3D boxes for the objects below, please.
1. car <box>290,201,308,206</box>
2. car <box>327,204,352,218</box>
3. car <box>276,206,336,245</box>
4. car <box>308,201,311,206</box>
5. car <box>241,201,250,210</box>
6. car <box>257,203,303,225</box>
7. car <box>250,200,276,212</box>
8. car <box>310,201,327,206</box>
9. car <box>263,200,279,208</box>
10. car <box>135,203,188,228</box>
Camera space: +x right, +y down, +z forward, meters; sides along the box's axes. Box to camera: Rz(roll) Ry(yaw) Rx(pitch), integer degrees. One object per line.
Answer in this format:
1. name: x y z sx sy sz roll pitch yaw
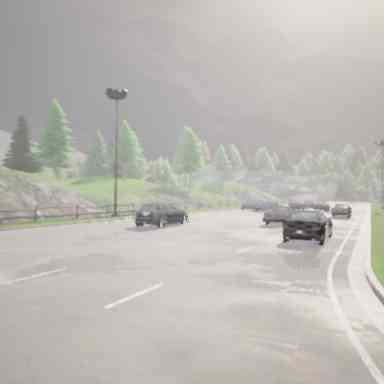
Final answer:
1. car: 15.764 2.118 50.283 1.837 1.490 4.892 0 -1 28
2. car: 16.469 2.029 36.587 2.033 1.411 5.357 0 -1 28
3. car: 6.016 1.692 17.122 1.882 1.535 5.008 0 -1 28
4. car: 20.693 2.287 59.461 2.033 1.411 5.357 0 -1 28
5. car: 9.339 2.158 52.894 1.994 1.385 4.181 0 -1 28
6. car: 7.169 1.865 26.669 2.033 1.411 5.357 0 -1 28
7. car: 10.443 2.096 47.561 2.033 1.411 5.357 0 -1 28
8. car: 18.915 2.144 48.541 1.812 1.442 4.674 0 -1 28
9. car: 15.126 2.269 63.722 1.812 1.442 4.674 0 -1 28
10. car: -2.107 1.580 24.189 2.097 1.767 4.553 0 -1 28
